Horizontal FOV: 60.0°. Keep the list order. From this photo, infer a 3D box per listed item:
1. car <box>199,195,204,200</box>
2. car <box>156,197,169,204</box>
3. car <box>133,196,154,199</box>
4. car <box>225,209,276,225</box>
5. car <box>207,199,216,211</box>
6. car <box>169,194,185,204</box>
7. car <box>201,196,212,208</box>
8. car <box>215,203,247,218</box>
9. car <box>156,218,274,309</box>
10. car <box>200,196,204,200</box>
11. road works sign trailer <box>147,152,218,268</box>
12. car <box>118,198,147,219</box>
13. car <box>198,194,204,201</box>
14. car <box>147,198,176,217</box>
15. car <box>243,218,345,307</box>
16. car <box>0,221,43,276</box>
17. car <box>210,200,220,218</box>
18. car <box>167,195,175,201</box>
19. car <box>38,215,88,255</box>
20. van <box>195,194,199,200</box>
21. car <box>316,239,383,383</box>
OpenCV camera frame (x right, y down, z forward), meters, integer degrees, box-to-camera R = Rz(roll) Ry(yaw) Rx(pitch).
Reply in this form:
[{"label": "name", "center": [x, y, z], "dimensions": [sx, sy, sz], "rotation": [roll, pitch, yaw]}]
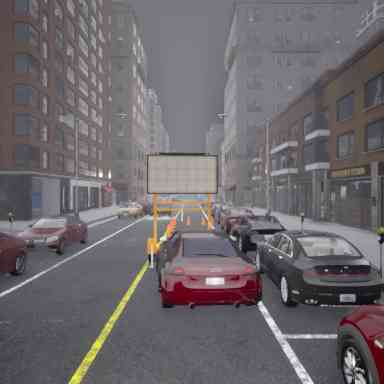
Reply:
[{"label": "car", "center": [2.525, 1.612, 51.934], "dimensions": [1.802, 1.307, 4.206], "rotation": [0, 0, 0]}, {"label": "car", "center": [-5.523, 1.588, 62.946], "dimensions": [2.008, 1.369, 4.403], "rotation": [0, 0, 0]}, {"label": "car", "center": [-5.464, 1.333, 35.354], "dimensions": [2.192, 1.841, 5.009], "rotation": [0, 0, 0]}, {"label": "car", "center": [2.608, 1.569, 13.302], "dimensions": [1.947, 1.339, 4.313], "rotation": [0, 0, 0]}, {"label": "car", "center": [2.573, 1.596, 29.859], "dimensions": [1.802, 1.307, 4.206], "rotation": [0, 0, 0]}, {"label": "car", "center": [-2.887, 1.585, 62.735], "dimensions": [2.033, 1.411, 5.357], "rotation": [0, 0, 0]}, {"label": "car", "center": [2.549, 1.573, 40.897], "dimensions": [2.008, 1.369, 4.403], "rotation": [0, 0, 0]}, {"label": "car", "center": [2.596, 1.551, 18.821], "dimensions": [1.887, 1.381, 4.507], "rotation": [0, 0, 0]}, {"label": "car", "center": [0.191, 1.558, 7.931], "dimensions": [1.994, 1.385, 4.181], "rotation": [1, 0, -6]}, {"label": "car", "center": [2.537, 1.577, 46.415], "dimensions": [2.008, 1.369, 4.403], "rotation": [0, 0, 0]}, {"label": "road works sign trailer", "center": [-0.340, 0.467, 11.394], "dimensions": [2.380, 3.560, 2.880], "rotation": [0, 0, -6]}, {"label": "car", "center": [-5.448, 1.539, 29.668], "dimensions": [1.752, 1.417, 4.829], "rotation": [0, 0, 0]}, {"label": "car", "center": [2.514, 1.474, 57.453], "dimensions": [1.967, 1.590, 4.097], "rotation": [0, 0, 0]}, {"label": "car", "center": [-2.916, 1.579, 31.602], "dimensions": [1.994, 1.385, 4.181], "rotation": [0, 0, 0]}, {"label": "car", "center": [2.620, 1.551, 7.784], "dimensions": [2.008, 1.369, 4.403], "rotation": [0, 0, 0]}, {"label": "car", "center": [-5.405, 1.583, 7.763], "dimensions": [1.802, 1.307, 4.206], "rotation": [0, 0, 0]}, {"label": "car", "center": [2.584, 1.561, 24.340], "dimensions": [2.008, 1.369, 4.403], "rotation": [0, 0, 0]}, {"label": "car", "center": [-5.581, 1.606, 90.027], "dimensions": [2.008, 1.369, 4.403], "rotation": [0, 0, 0]}, {"label": "car", "center": [-5.417, 1.585, 13.281], "dimensions": [1.802, 1.307, 4.206], "rotation": [0, 0, 0]}, {"label": "van", "center": [2.444, 1.396, 90.053], "dimensions": [1.690, 1.788, 3.998], "rotation": [0, 0, 0]}, {"label": "car", "center": [2.632, 1.440, 2.265], "dimensions": [1.967, 1.590, 4.097], "rotation": [0, 0, 0]}]
